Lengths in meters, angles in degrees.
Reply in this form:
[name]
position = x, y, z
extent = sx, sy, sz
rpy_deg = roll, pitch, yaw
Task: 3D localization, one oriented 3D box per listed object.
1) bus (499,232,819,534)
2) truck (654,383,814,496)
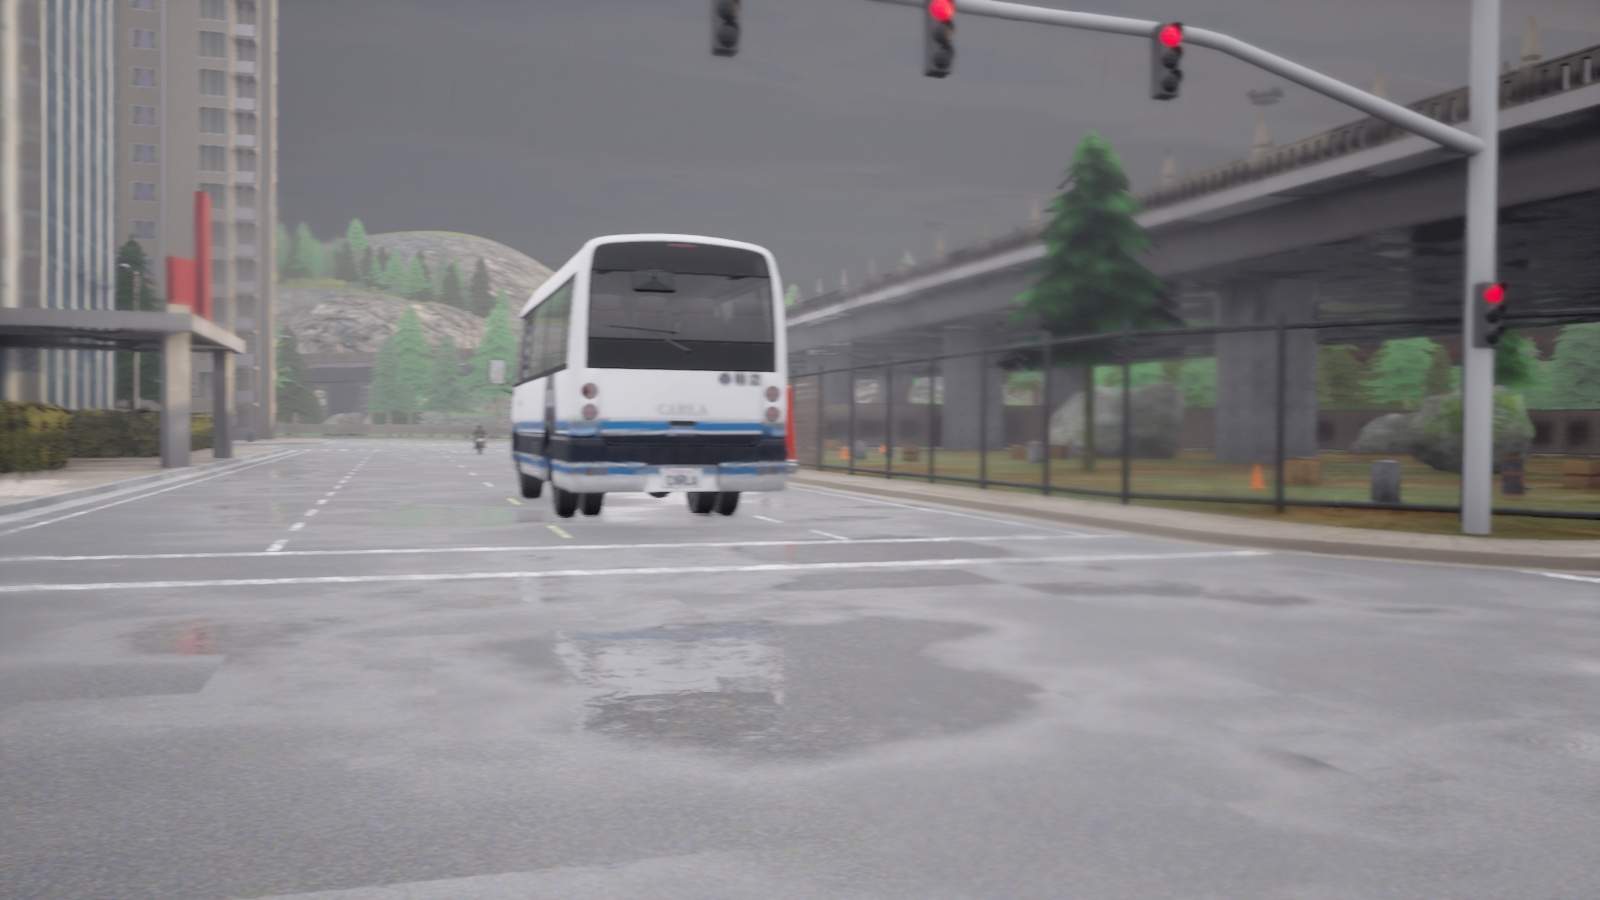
[bus]
position = -3.149, -1.030, 23.148
extent = 3.944, 4.253, 10.273
rpy_deg = -1, 1, -17
[truck]
position = -1.730, -0.275, 30.386
extent = 2.627, 2.467, 5.204
rpy_deg = -1, 1, -17
